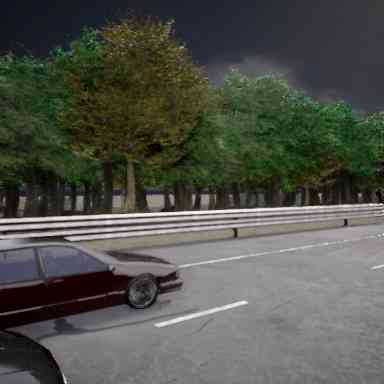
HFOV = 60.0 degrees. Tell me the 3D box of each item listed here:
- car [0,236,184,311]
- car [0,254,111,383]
[{"bbox_3d":[-2.785,1.549,6.052,5.357,1.411,2.033,0,0,-36],"label":"car"},{"bbox_3d":[-3.123,1.489,1.518,4.902,1.511,2.128,0,0,-35],"label":"car"}]
